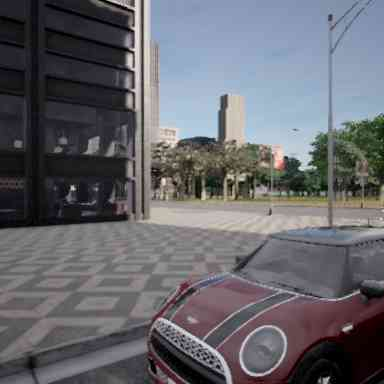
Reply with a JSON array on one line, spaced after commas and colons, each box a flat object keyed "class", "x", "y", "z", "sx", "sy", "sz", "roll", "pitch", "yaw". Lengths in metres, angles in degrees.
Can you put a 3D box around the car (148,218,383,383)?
[{"class": "car", "x": 1.682, "y": 1.323, "z": 4.542, "sx": 4.553, "sy": 1.767, "sz": 2.097, "roll": -1, "pitch": 0, "yaw": -35}]
